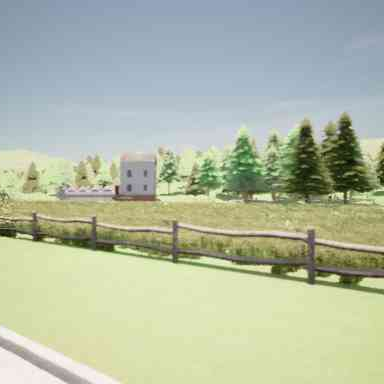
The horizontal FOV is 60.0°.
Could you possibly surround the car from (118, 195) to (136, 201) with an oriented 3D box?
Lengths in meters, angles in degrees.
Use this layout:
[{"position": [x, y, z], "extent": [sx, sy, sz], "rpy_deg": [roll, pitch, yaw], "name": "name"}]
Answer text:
[{"position": [-15.100, 1.451, 76.835], "extent": [4.605, 1.855, 1.932], "rpy_deg": [0, 0, 35], "name": "car"}]
